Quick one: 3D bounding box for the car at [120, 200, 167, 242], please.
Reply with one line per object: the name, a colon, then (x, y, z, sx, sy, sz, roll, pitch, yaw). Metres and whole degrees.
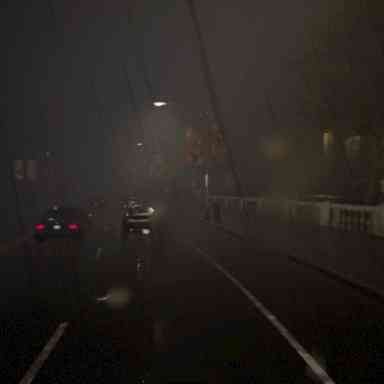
car: (-2.295, 1.327, 15.517, 2.128, 1.511, 4.902, 0, 0, -11)

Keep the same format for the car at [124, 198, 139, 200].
car: (-5.675, 1.224, 31.301, 2.033, 1.411, 5.357, 0, 1, -12)

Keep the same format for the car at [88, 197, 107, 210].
car: (-10.331, 1.200, 36.196, 1.994, 1.385, 4.181, 0, 1, -12)

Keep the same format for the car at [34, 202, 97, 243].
car: (-5.787, 1.395, 15.385, 2.033, 1.411, 5.357, 0, 1, -12)
